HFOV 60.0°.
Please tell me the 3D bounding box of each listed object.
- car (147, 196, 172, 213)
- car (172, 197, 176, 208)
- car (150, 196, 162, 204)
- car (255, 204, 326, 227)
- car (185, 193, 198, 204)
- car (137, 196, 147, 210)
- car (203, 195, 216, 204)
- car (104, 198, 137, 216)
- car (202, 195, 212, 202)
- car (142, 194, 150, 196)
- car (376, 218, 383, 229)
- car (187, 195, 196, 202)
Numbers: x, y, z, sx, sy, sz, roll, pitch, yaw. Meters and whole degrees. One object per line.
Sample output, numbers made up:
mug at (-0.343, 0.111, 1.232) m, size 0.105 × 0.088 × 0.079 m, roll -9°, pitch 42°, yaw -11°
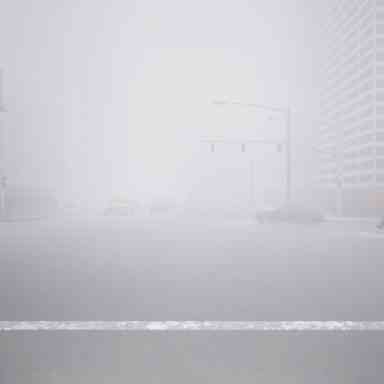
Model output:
car at (-3.640, 1.504, 37.849) m, size 1.837 × 1.490 × 4.892 m, roll 0°, pitch 0°, yaw 0°
car at (-3.653, 1.525, 47.079) m, size 1.812 × 1.442 × 4.674 m, roll 0°, pitch 0°, yaw 0°
car at (-7.131, 1.505, 65.621) m, size 1.837 × 1.490 × 4.892 m, roll 0°, pitch -1°, yaw 0°
car at (6.735, 1.525, 22.914) m, size 4.674 × 1.442 × 1.812 m, roll 0°, pitch 1°, yaw 26°
car at (-0.099, 1.220, 63.891) m, size 2.150 × 2.045 × 5.566 m, roll 0°, pitch 0°, yaw 0°
car at (-7.155, 1.546, 42.455) m, size 2.033 × 1.411 × 5.357 m, roll 0°, pitch 0°, yaw 0°
car at (3.400, 1.351, 64.670) m, size 2.097 × 1.767 × 4.553 m, roll 0°, pitch 0°, yaw 0°
car at (-7.175, 1.351, 32.980) m, size 2.097 × 1.767 × 4.553 m, roll 0°, pitch 0°, yaw 1°
car at (3.385, 1.367, 74.568) m, size 2.033 × 1.411 × 5.357 m, roll 0°, pitch 0°, yaw 0°
car at (-7.168, 1.525, 52.279) m, size 1.812 × 1.442 × 4.674 m, roll 0°, pitch 0°, yaw 0°
car at (12.865, 1.547, 17.655) m, size 5.357 × 1.411 × 2.033 m, roll 0°, pitch 0°, yaw 0°
car at (-0.115, 1.380, 74.562) m, size 1.994 × 1.385 × 4.181 m, roll 0°, pitch 0°, yaw 0°
